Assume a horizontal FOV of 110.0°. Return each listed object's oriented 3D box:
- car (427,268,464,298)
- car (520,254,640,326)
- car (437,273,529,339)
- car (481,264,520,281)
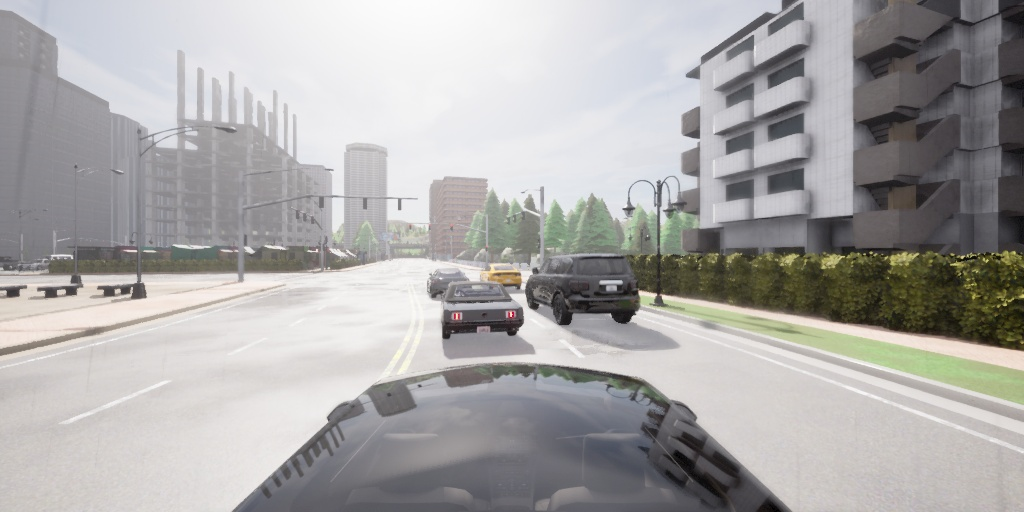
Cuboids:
[{"bbox_3d":[-3.323,1.314,18.624,1.994,1.385,4.181,0,0,-16],"label":"car"},{"bbox_3d":[2.050,0.967,11.989,2.150,2.045,5.566,0,-1,-12],"label":"car"},{"bbox_3d":[-1.078,1.351,10.157,1.895,1.301,4.718,0,0,-12],"label":"car"},{"bbox_3d":[-0.797,1.228,22.382,1.882,1.535,5.008,0,0,-14],"label":"car"}]
